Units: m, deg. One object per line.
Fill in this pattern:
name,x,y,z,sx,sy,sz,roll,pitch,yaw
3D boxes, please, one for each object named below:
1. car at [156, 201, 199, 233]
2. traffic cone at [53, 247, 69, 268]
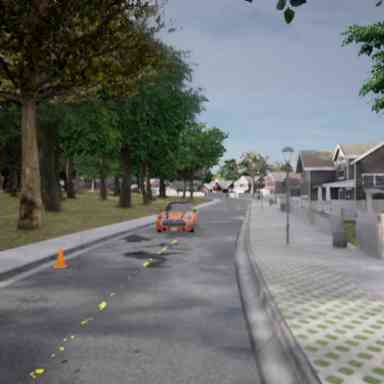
car,-0.744,1.366,19.608,2.097,1.767,4.553,0,0,5
traffic cone,-3.961,1.962,10.038,0.340,0.580,0.340,0,0,6
